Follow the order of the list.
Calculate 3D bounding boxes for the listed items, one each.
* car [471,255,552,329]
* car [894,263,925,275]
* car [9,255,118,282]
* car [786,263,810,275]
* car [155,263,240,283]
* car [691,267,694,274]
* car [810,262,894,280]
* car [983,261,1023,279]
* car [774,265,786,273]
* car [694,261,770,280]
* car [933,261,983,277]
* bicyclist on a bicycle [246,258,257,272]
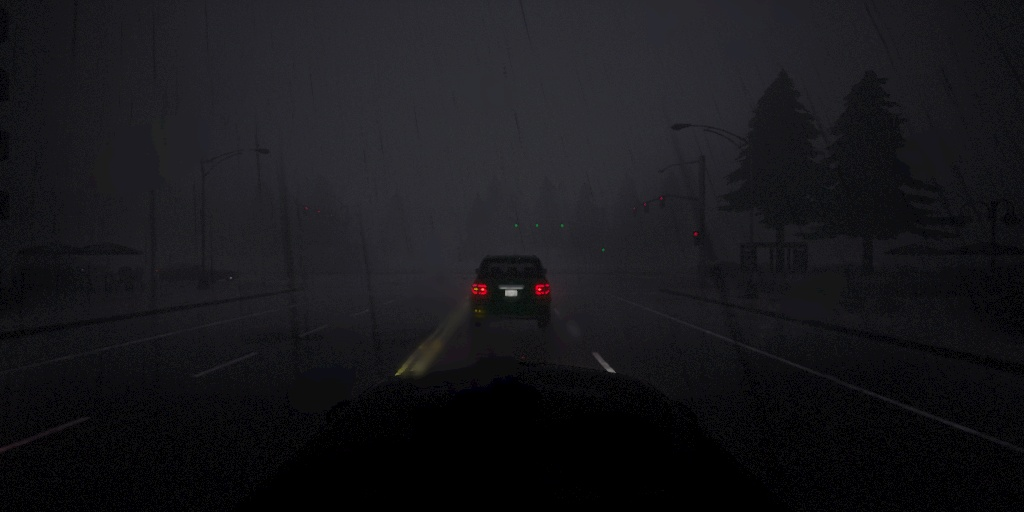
[{"bbox_3d":[-0.022,0.992,11.483,2.150,2.045,5.566,0,0,0],"label":"car"},{"bbox_3d":[39.734,1.362,37.556,4.718,1.301,1.895,0,0,7],"label":"car"},{"bbox_3d":[-33.691,0.968,26.832,5.566,2.045,2.150,0,0,-2],"label":"car"},{"bbox_3d":[30.603,1.363,38.080,4.718,1.301,1.895,0,0,1],"label":"car"},{"bbox_3d":[-23.402,1.345,27.007,4.718,1.301,1.895,0,0,-1],"label":"car"},{"bbox_3d":[21.498,1.288,38.073,4.674,1.442,1.812,0,0,0],"label":"car"},{"bbox_3d":[25.882,1.306,27.437,4.181,1.385,1.994,0,0,0],"label":"car"},{"bbox_3d":[43.305,1.250,29.690,4.892,1.490,1.837,0,-1,13],"label":"car"},{"bbox_3d":[22.946,1.247,34.578,4.902,1.511,2.128,0,0,0],"label":"car"},{"bbox_3d":[18.844,1.227,30.877,5.008,1.535,1.882,0,0,0],"label":"car"},{"bbox_3d":[42.809,1.244,33.512,4.902,1.511,2.128,0,0,13],"label":"car"},{"bbox_3d":[-30.098,1.072,41.440,0.582,1.620,1.656,0,0,0],"label":"bicyclist on a bicycle"}]
